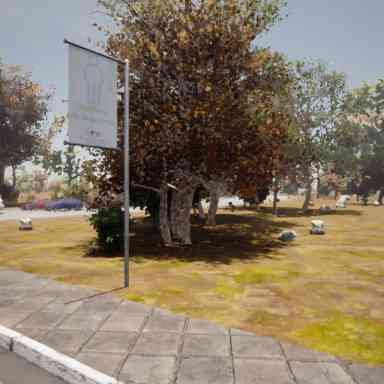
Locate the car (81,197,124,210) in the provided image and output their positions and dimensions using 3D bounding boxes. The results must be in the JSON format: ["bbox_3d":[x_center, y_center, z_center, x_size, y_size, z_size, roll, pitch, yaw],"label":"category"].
[{"bbox_3d":[-10.470,1.458,40.405,1.882,1.535,5.008,0,0,38],"label":"car"}]

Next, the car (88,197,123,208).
[{"bbox_3d":[-12.720,1.465,49.255,1.837,1.490,4.892,0,0,37],"label":"car"}]

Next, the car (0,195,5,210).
[{"bbox_3d":[-21.424,1.221,32.567,2.150,2.045,5.566,0,0,39],"label":"car"}]

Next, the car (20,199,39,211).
[{"bbox_3d":[-18.973,1.555,41.265,1.994,1.385,4.181,0,0,39],"label":"car"}]

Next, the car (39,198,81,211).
[{"bbox_3d":[-15.411,1.514,40.131,1.812,1.442,4.674,0,0,38],"label":"car"}]
